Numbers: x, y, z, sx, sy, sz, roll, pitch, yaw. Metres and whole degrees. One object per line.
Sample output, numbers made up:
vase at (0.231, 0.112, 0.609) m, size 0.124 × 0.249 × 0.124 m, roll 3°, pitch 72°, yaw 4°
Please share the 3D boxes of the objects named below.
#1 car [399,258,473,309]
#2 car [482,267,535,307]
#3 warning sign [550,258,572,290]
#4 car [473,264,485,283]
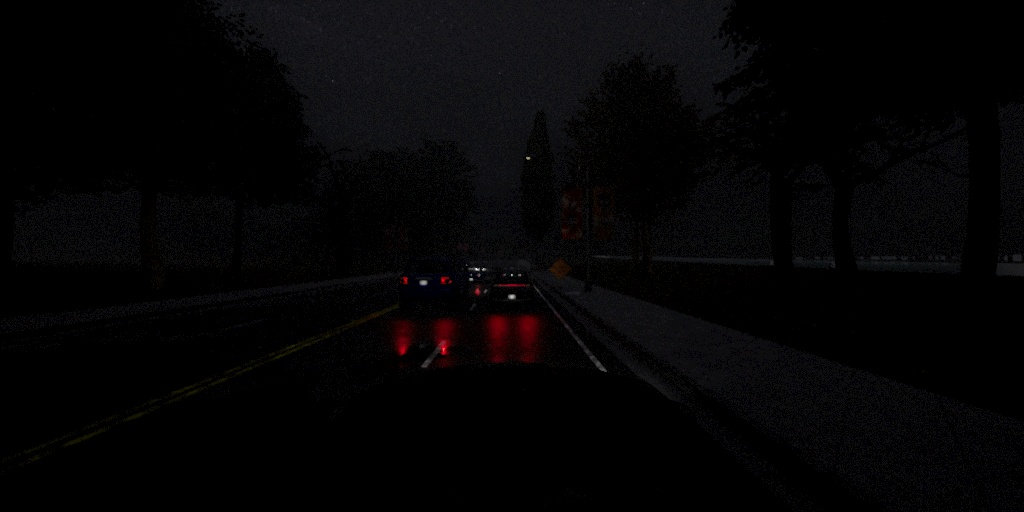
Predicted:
car at (-3.252, 1.090, 15.874) m, size 2.150 × 2.045 × 5.566 m, roll 0°, pitch 0°, yaw 0°
car at (0.001, 1.368, 16.158) m, size 2.128 × 1.511 × 4.902 m, roll 0°, pitch 0°, yaw 0°
warning sign at (2.847, 1.027, 20.856) m, size 1.300 × 1.860 × 1.060 m, roll 0°, pitch 0°, yaw 0°
car at (-3.253, 1.587, 30.975) m, size 1.895 × 1.301 × 4.718 m, roll 0°, pitch 0°, yaw 0°
